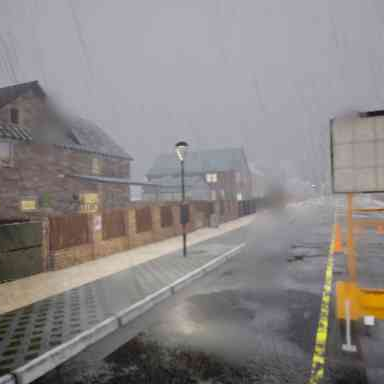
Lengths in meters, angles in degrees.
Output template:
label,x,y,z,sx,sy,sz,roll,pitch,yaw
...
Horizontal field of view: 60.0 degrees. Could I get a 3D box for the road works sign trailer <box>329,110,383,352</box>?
label,x,y,z,sx,sy,sz,roll,pitch,yaw
road works sign trailer,3.643,0.402,5.560,2.380,3.560,2.880,-2,0,24
